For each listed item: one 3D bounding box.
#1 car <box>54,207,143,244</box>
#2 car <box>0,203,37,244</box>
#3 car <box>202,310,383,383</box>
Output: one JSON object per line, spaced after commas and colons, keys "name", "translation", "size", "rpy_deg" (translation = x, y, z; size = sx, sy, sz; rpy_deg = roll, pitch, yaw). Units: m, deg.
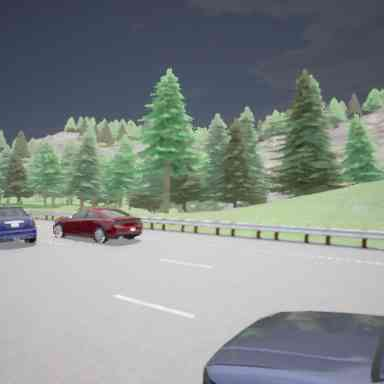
{"name": "car", "translation": [-4.578, 1.477, 15.858], "size": [5.008, 1.535, 1.882], "rpy_deg": [0, 0, 36]}
{"name": "car", "translation": [-8.846, 1.351, 14.603], "size": [4.553, 1.767, 2.097], "rpy_deg": [0, 0, 36]}
{"name": "car", "translation": [2.621, 1.548, 2.123], "size": [5.357, 1.411, 2.033], "rpy_deg": [0, 0, 36]}
